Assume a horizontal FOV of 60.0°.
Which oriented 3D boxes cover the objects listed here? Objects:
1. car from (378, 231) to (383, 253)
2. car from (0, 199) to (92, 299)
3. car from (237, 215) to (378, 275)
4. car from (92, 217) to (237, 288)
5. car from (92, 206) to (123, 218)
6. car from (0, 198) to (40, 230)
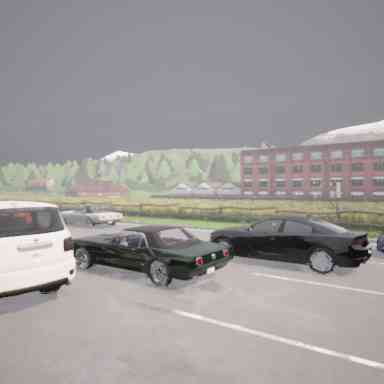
[{"bbox_3d":[8.402,1.559,10.867,4.181,1.385,1.994,0,0,36],"label":"car"},{"bbox_3d":[-4.985,1.201,7.539,5.566,2.045,2.150,0,0,36],"label":"car"},{"bbox_3d":[2.849,1.464,10.549,5.008,1.535,1.882,0,0,36],"label":"car"},{"bbox_3d":[-1.354,1.583,9.247,4.718,1.301,1.895,0,0,36],"label":"car"},{"bbox_3d":[-6.818,1.553,21.737,4.718,1.301,1.895,0,0,35],"label":"car"},{"bbox_3d":[-11.894,1.297,21.055,4.553,1.767,2.097,0,0,35],"label":"car"}]
